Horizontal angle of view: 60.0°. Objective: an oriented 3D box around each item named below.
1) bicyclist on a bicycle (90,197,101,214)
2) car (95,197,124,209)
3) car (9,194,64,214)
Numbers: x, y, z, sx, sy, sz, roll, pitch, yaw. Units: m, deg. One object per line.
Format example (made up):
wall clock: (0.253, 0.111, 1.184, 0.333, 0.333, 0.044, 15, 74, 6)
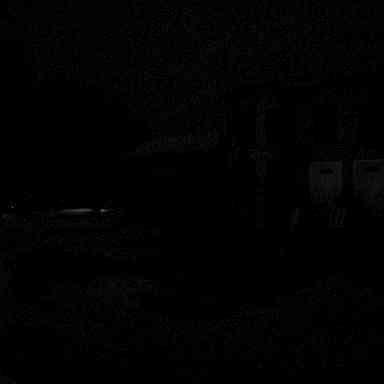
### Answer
bicyclist on a bicycle: (-9.401, 1.344, 32.337, 1.656, 1.620, 0.582, 0, 1, 36)
car: (-10.770, 1.478, 44.721, 1.882, 1.535, 5.008, 0, 0, 36)
car: (-16.828, 1.221, 36.418, 2.150, 2.045, 5.566, 0, 0, 36)
